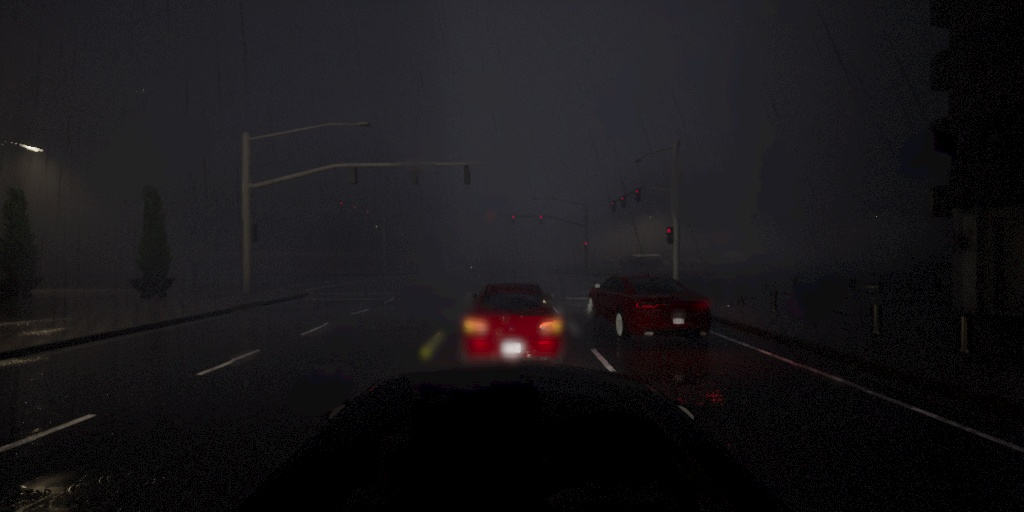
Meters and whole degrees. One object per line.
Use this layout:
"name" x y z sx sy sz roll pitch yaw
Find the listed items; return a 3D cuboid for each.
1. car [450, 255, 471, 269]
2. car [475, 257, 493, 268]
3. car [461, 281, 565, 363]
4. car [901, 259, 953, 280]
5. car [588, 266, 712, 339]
"car" -8.034 0.917 55.009 2.150 2.045 5.566 0 0 -1
"car" -4.564 1.218 58.958 1.812 1.442 4.674 0 0 0
"car" 0.010 1.270 7.852 1.812 1.442 4.674 0 0 0
"car" 37.304 1.280 31.048 4.892 1.490 1.837 0 0 0
"car" 3.488 1.219 10.032 1.882 1.535 5.008 0 0 0
